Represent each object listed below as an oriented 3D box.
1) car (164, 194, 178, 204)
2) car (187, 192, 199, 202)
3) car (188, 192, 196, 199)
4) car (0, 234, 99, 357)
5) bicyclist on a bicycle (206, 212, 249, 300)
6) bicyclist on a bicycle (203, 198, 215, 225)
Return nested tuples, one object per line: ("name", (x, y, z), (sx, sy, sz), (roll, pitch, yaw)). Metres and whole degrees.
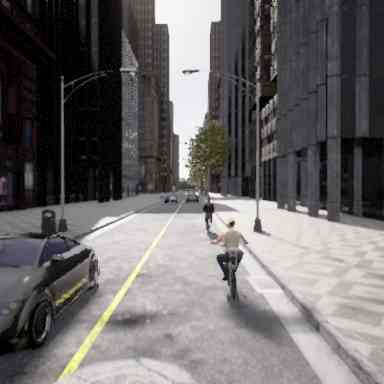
("car", (-3.066, 0.990, 49.652), (2.033, 1.411, 5.357), (0, 1, 0))
("car", (0.099, 0.954, 55.332), (1.994, 1.385, 4.181), (0, 1, 0))
("car", (0.009, 0.707, 77.514), (1.837, 1.490, 4.892), (0, 0, 0))
("car", (-3.099, 1.482, 5.932), (1.994, 1.385, 4.181), (0, 1, 0))
("bicyclist on a bicycle", (0.827, 1.339, 7.127), (0.866, 1.612, 1.509), (0, 1, 0))
("bicyclist on a bicycle", (0.829, 1.159, 16.410), (0.659, 1.776, 1.843), (0, 1, 0))
